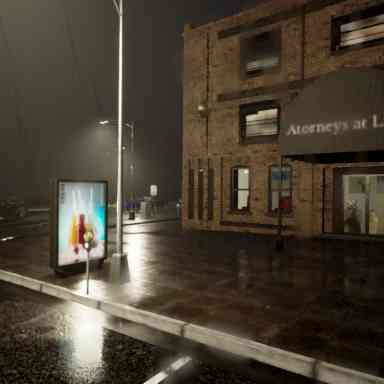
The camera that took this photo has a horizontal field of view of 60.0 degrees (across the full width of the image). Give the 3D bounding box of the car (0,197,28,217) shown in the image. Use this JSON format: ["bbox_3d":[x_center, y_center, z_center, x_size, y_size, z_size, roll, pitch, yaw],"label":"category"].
[{"bbox_3d":[-15.963,1.232,27.107,2.097,1.767,4.553,1,1,35],"label":"car"}]

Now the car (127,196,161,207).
[{"bbox_3d":[-6.481,1.315,45.726,1.895,1.301,4.718,1,1,36],"label":"car"}]

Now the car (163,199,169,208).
[{"bbox_3d":[-5.108,1.315,42.104,2.033,1.411,5.357,1,1,36],"label":"car"}]

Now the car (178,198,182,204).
[{"bbox_3d":[-0.369,1.180,54.051,1.812,1.442,4.674,1,1,37],"label":"car"}]

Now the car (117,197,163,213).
[{"bbox_3d":[-5.681,1.322,35.450,1.882,1.535,5.008,1,1,36],"label":"car"}]

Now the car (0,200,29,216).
[{"bbox_3d":[-17.702,1.429,30.319,1.895,1.301,4.718,1,1,33],"label":"car"}]
